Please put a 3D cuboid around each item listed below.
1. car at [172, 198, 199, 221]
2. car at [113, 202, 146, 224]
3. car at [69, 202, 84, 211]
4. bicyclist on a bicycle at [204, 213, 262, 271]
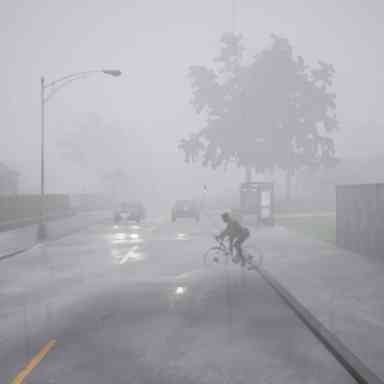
[{"bbox_3d":[-0.543,1.345,27.372,2.097,1.767,4.553,0,0,-1],"label":"car"},{"bbox_3d":[-4.608,1.485,25.028,2.128,1.511,4.902,0,0,-1],"label":"car"},{"bbox_3d":[-13.672,1.346,33.109,5.357,1.415,2.033,0,0,1],"label":"car"},{"bbox_3d":[1.133,1.407,9.365,1.656,1.620,0.582,-2,0,-1],"label":"bicyclist on a bicycle"}]
